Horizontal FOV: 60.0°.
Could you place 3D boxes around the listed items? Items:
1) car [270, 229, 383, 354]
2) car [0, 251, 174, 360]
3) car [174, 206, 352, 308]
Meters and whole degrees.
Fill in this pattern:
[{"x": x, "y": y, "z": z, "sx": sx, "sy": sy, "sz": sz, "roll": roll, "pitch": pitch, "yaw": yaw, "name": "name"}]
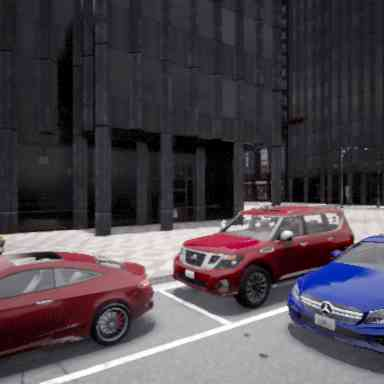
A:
[{"x": 3.710, "y": 1.522, "z": 5.915, "sx": 4.674, "sy": 1.442, "sz": 1.812, "roll": 0, "pitch": 0, "yaw": -36, "name": "car"}, {"x": -2.562, "y": 1.585, "z": 4.819, "sx": 4.206, "sy": 1.307, "sz": 1.802, "roll": 0, "pitch": 0, "yaw": -36, "name": "car"}, {"x": 2.004, "y": 1.313, "z": 8.092, "sx": 5.009, "sy": 1.841, "sz": 2.192, "roll": 0, "pitch": 0, "yaw": -36, "name": "car"}]
